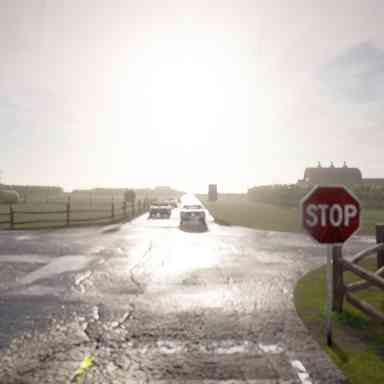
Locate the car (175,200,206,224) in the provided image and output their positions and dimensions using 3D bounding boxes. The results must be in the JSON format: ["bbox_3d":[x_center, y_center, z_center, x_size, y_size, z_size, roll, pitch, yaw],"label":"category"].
[{"bbox_3d":[0.052,1.533,24.280,2.033,1.411,5.357,0,0,0],"label":"car"}]

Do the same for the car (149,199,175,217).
[{"bbox_3d":[-2.908,1.583,31.238,1.895,1.301,4.718,0,0,0],"label":"car"}]

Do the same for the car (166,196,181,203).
[{"bbox_3d":[-2.934,1.483,45.989,1.837,1.490,4.892,0,0,0],"label":"car"}]
